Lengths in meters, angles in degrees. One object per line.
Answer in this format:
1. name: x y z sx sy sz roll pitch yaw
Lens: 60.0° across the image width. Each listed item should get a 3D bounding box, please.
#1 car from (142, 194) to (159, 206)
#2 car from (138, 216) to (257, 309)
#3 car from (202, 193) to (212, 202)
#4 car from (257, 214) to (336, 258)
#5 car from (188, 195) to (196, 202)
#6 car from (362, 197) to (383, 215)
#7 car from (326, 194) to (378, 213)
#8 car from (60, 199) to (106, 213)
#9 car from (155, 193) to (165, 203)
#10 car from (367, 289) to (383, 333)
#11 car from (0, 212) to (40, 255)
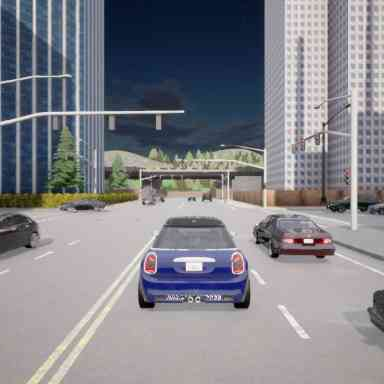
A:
1. car: -7.117 1.491 54.989 2.128 1.511 4.902 0 0 0
2. car: 0.055 1.352 8.059 2.097 1.767 4.553 0 0 0
3. car: 3.460 1.203 77.780 2.150 2.045 5.566 0 0 0
4. car: 3.604 1.547 12.688 2.033 1.411 5.357 0 0 1
5. car: -0.040 1.501 77.749 1.812 1.442 4.674 0 0 0
6. car: 20.003 1.526 33.134 4.674 1.442 1.812 0 0 0
7. car: 17.825 1.221 36.667 5.566 2.045 2.150 0 0 0
8. car: -12.032 1.491 36.858 4.902 1.511 2.128 0 1 -29
9. car: -7.036 1.225 70.482 2.150 2.045 5.566 0 0 0
10. car: 3.600 1.547 2.620 2.033 1.411 5.357 0 0 0
11. car: -7.106 1.505 11.692 1.837 1.490 4.892 0 0 0
